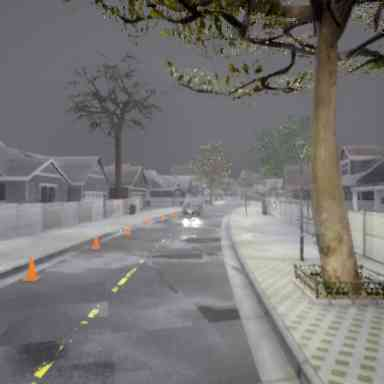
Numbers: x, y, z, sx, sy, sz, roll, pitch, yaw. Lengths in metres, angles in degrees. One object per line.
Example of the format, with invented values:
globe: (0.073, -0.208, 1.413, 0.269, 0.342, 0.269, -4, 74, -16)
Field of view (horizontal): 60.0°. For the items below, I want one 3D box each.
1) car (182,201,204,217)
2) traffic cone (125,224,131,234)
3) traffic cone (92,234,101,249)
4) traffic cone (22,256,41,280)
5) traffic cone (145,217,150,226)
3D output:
car: (0.131, 1.745, 34.485, 2.128, 1.511, 4.902, 0, -1, 8)
traffic cone: (-3.641, 2.077, 18.906, 0.340, 0.580, 0.340, 0, 0, 5)
traffic cone: (-3.996, 2.039, 13.867, 0.340, 0.580, 0.340, 0, 0, 3)
traffic cone: (-4.248, 2.003, 8.822, 0.340, 0.580, 0.340, 0, 0, 2)
traffic cone: (-3.181, 2.117, 23.937, 0.340, 0.580, 0.340, 0, 0, 6)
